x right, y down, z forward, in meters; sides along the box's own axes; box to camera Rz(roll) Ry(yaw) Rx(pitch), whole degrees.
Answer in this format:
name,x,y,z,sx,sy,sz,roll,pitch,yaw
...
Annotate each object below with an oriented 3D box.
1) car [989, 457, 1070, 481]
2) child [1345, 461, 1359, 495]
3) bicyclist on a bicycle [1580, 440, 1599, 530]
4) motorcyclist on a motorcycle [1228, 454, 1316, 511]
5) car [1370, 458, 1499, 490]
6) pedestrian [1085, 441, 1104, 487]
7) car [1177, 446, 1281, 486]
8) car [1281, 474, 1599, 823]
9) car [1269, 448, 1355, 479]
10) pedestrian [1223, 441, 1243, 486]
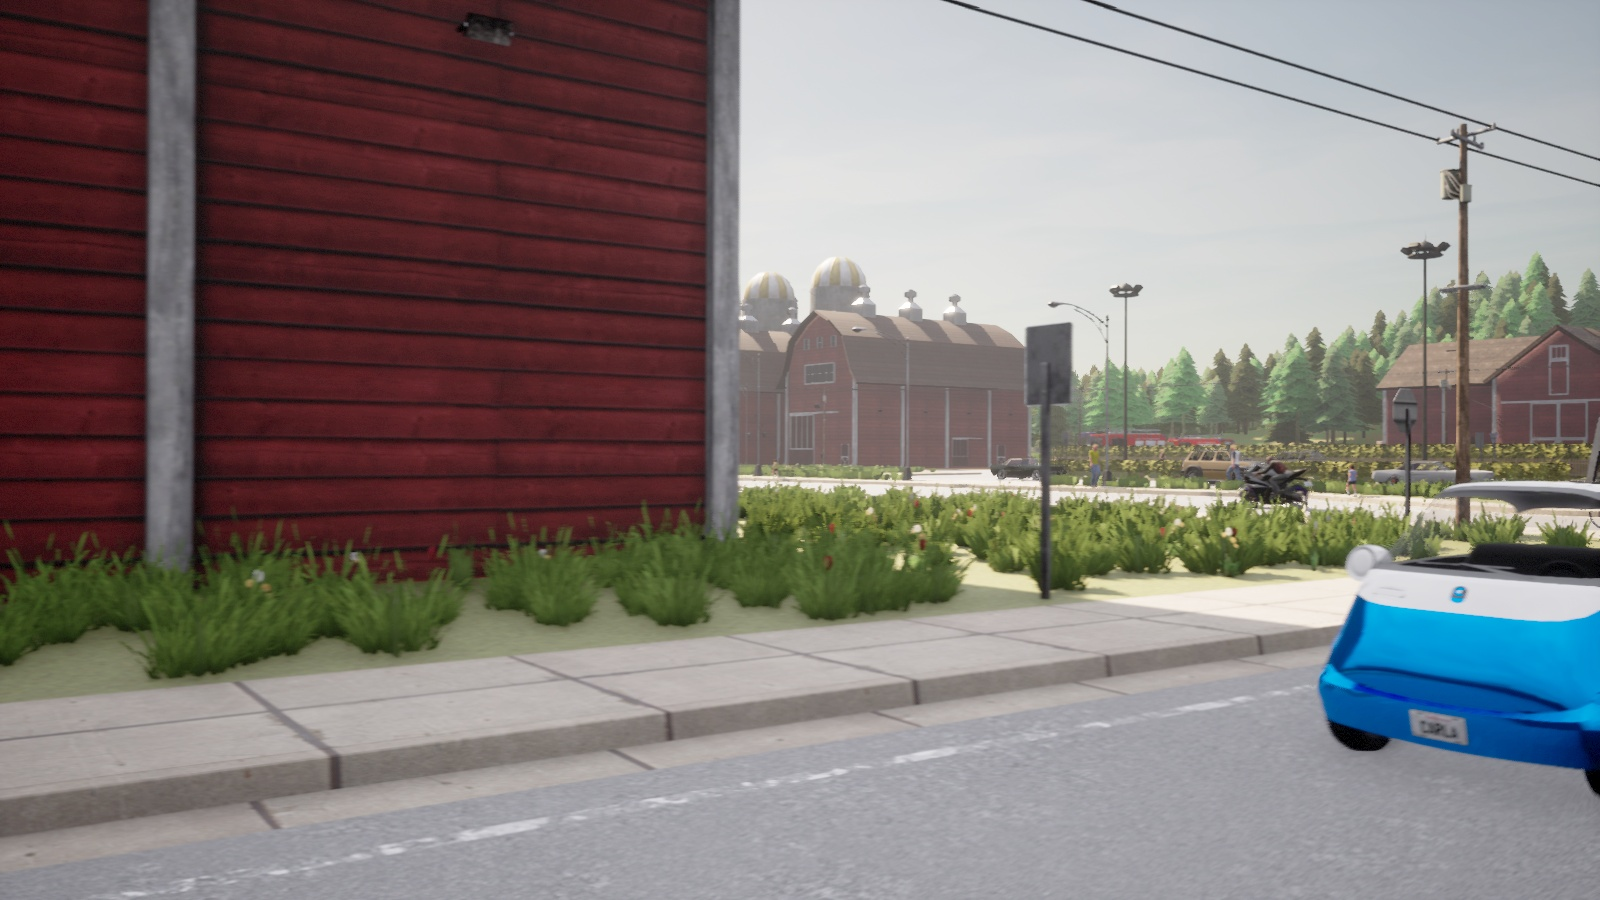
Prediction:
name,x,y,z,sx,sy,sz,roll,pitch,yaw
car,13.363,1.086,73.480,1.895,1.301,4.718,0,0,-34
child,18.166,0.908,41.324,0.255,1.110,0.394,0,0,-9
bicyclist on a bicycle,16.418,0.687,24.587,0.659,1.776,1.843,0,0,-30
motorcyclist on a motorcycle,13.234,0.890,35.279,0.866,1.530,2.191,0,0,-36
car,27.621,1.012,54.752,4.718,1.301,1.895,0,0,40
pedestrian,12.057,0.567,51.424,0.354,1.836,0.706,0,0,-26
car,21.258,0.755,62.409,1.932,1.855,4.605,0,1,-35
car,3.714,0.818,6.243,2.207,1.376,1.481,0,0,-35
car,31.620,0.804,77.705,1.932,1.855,4.605,0,0,-35
pedestrian,18.078,0.563,52.475,0.354,1.836,0.706,0,0,-42
